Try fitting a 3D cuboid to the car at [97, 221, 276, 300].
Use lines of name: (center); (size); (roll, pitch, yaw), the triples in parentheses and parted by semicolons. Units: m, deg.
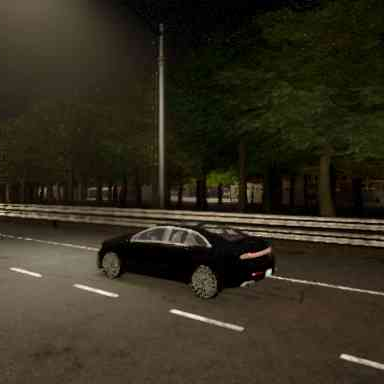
car: (-0.359, 1.492, 8.427); (4.902, 1.511, 2.128); (0, 0, 35)
